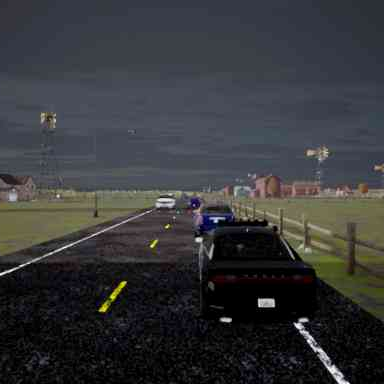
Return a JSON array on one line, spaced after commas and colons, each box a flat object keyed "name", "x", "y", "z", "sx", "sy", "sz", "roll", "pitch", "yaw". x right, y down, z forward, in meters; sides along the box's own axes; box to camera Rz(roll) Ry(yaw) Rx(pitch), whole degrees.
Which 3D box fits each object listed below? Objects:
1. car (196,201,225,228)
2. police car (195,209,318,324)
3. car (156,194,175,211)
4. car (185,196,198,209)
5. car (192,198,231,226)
[{"name": "car", "x": 1.208, "y": 1.463, "z": 23.547, "sx": 1.801, "sy": 1.575, "sz": 5.366, "roll": 0, "pitch": 0, "yaw": 0}, {"name": "police car", "x": 1.108, "y": 1.425, "z": 7.466, "sx": 1.930, "sy": 1.638, "sz": 5.238, "roll": 0, "pitch": 0, "yaw": 0}, {"name": "car", "x": -3.325, "y": 1.253, "z": 42.596, "sx": 2.150, "sy": 2.045, "sz": 5.566, "roll": 0, "pitch": 0, "yaw": 0}, {"name": "car", "x": 0.337, "y": 1.562, "z": 45.321, "sx": 1.812, "sy": 1.442, "sz": 4.674, "roll": 0, "pitch": 0, "yaw": 1}, {"name": "car", "x": 1.168, "y": 1.354, "z": 17.328, "sx": 2.097, "sy": 1.767, "sz": 4.553, "roll": 0, "pitch": 0, "yaw": 0}]
